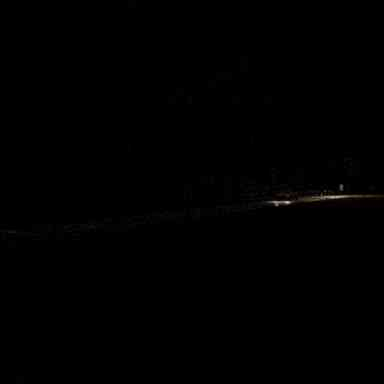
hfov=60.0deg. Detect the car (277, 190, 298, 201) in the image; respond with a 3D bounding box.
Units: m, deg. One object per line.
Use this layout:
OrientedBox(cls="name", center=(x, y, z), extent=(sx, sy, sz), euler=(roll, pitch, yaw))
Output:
OrientedBox(cls="car", center=(14.231, 0.495, 49.550), extent=(1.882, 1.535, 5.008), euler=(-1, 0, 35))
